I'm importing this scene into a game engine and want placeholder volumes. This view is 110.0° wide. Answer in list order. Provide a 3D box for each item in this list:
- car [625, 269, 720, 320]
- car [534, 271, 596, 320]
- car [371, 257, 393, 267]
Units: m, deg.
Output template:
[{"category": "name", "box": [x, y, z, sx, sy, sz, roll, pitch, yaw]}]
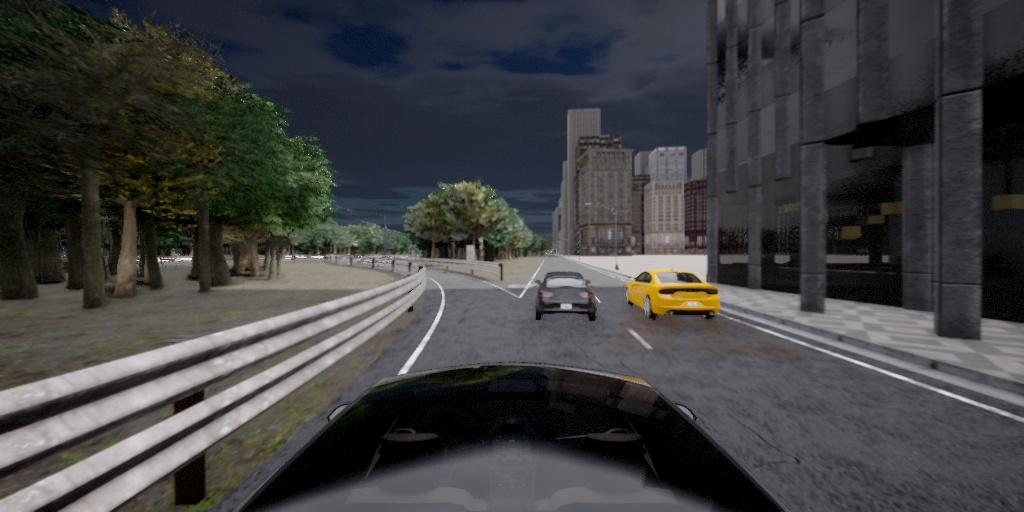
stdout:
[{"category": "car", "box": [5.294, 1.178, 12.492, 1.882, 1.535, 5.008, 0, 0, 6]}, {"category": "car", "box": [1.759, 1.242, 12.348, 1.812, 1.442, 4.674, 0, 0, 6]}, {"category": "car", "box": [-20.463, 0.907, 57.465, 1.837, 1.490, 4.892, -1, 1, -40]}]
